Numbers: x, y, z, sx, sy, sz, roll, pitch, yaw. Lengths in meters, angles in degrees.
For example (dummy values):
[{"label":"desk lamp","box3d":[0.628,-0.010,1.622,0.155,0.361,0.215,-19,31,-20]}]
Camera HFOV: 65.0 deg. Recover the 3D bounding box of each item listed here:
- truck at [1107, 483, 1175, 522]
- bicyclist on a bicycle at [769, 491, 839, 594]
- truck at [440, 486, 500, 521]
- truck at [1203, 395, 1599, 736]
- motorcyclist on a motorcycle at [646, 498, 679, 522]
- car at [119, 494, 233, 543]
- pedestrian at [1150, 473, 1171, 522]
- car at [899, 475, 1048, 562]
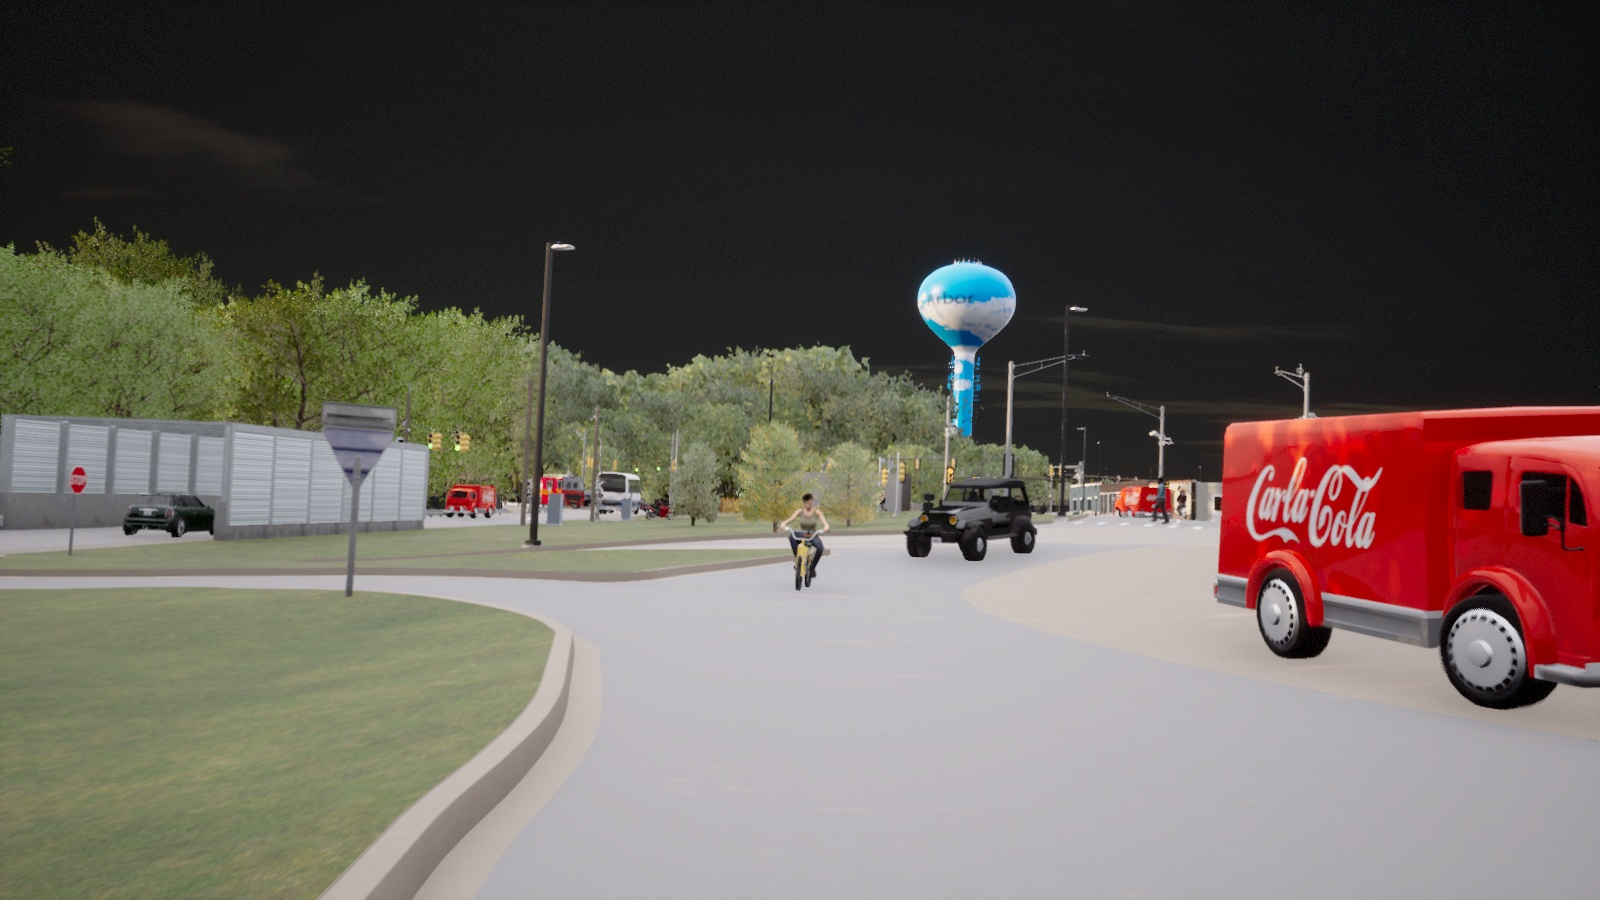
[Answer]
[{"label":"truck","box3d":[23.303,3.596,86.023,2.627,2.467,5.204,3,-3,-7]},{"label":"bicyclist on a bicycle","box3d":[0.085,1.514,20.915,0.866,1.612,1.509,2,-2,9]},{"label":"truck","box3d":[-24.659,4.024,93.940,2.627,2.467,5.204,2,-2,5]},{"label":"truck","box3d":[6.371,0.804,11.893,2.627,2.467,5.204,-2,0,-11]},{"label":"motorcyclist on a motorcycle","box3d":[-9.132,3.986,83.500,2.044,1.523,0.797,-3,-4,-1]},{"label":"car","box3d":[-24.654,2.695,49.851,2.097,1.767,4.553,2,-2,1]},{"label":"pedestrian","box3d":[14.223,1.880,49.566,0.692,1.930,0.396,0,-4,26]},{"label":"car","box3d":[4.349,1.626,31.109,1.905,1.878,3.866,-1,0,39]}]
